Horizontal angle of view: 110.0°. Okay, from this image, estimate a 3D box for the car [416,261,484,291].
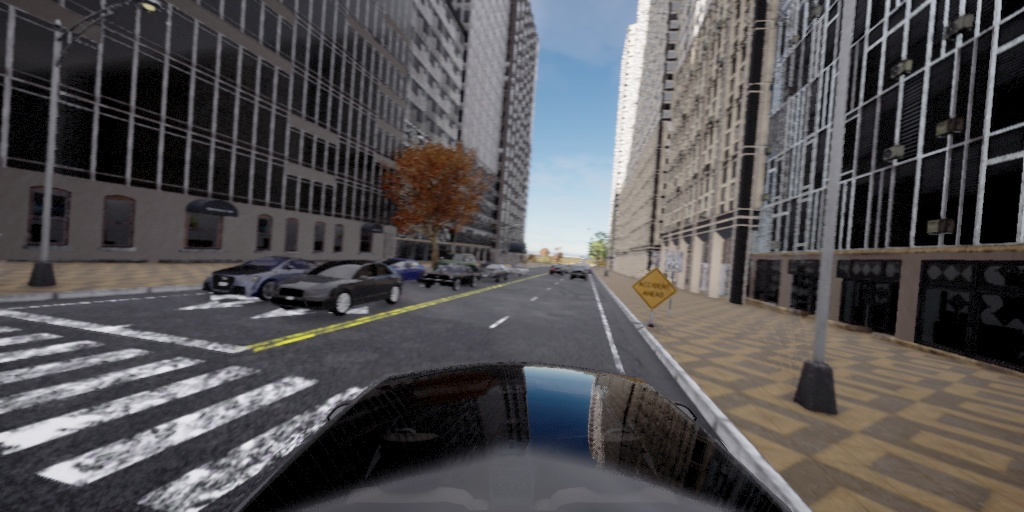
[{"bbox_3d":[-3.402,1.174,20.686,1.895,1.301,4.718,5,0,12],"label":"car"}]

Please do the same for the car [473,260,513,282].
[{"bbox_3d":[-1.545,1.292,29.595,1.812,1.442,4.674,5,0,12],"label":"car"}]

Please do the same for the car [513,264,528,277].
[{"bbox_3d":[0.487,1.579,39.323,1.895,1.301,4.718,5,0,12],"label":"car"}]

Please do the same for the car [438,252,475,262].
[{"bbox_3d":[-4.656,0.742,30.465,2.150,2.045,5.566,5,0,12],"label":"car"}]

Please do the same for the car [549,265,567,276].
[{"bbox_3d":[6.490,2.022,51.536,1.837,1.490,4.892,5,0,12],"label":"car"}]

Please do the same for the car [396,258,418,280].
[{"bbox_3d":[-6.631,0.841,21.032,1.812,1.442,4.674,5,0,12],"label":"car"}]

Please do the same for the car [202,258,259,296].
[{"bbox_3d":[-8.335,0.702,12.796,1.994,1.385,4.181,5,0,12],"label":"car"}]

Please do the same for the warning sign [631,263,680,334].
[{"bbox_3d":[4.129,1.246,10.727,1.300,1.860,1.060,0,0,12],"label":"warning sign"}]

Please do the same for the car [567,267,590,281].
[{"bbox_3d":[7.761,2.078,41.663,1.837,1.490,4.892,5,0,12],"label":"car"}]

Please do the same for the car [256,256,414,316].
[{"bbox_3d":[-5.275,0.883,11.625,1.837,1.490,4.892,5,0,10],"label":"car"}]
